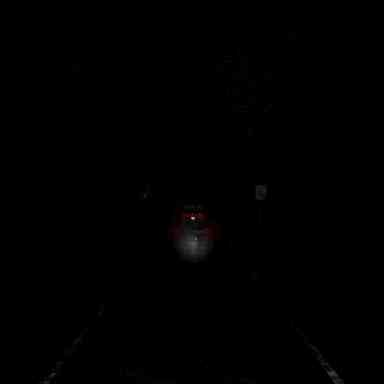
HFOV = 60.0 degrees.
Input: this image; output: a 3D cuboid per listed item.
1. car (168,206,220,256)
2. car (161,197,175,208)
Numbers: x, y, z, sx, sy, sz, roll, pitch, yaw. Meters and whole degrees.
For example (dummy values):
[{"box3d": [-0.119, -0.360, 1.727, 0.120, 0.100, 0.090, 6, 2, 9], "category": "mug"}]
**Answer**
[{"box3d": [0.070, 1.555, 13.467, 2.128, 1.511, 4.902, 0, 0, 0], "category": "car"}, {"box3d": [-3.575, 1.562, 50.586, 2.128, 1.511, 4.902, 0, 0, 0], "category": "car"}]
